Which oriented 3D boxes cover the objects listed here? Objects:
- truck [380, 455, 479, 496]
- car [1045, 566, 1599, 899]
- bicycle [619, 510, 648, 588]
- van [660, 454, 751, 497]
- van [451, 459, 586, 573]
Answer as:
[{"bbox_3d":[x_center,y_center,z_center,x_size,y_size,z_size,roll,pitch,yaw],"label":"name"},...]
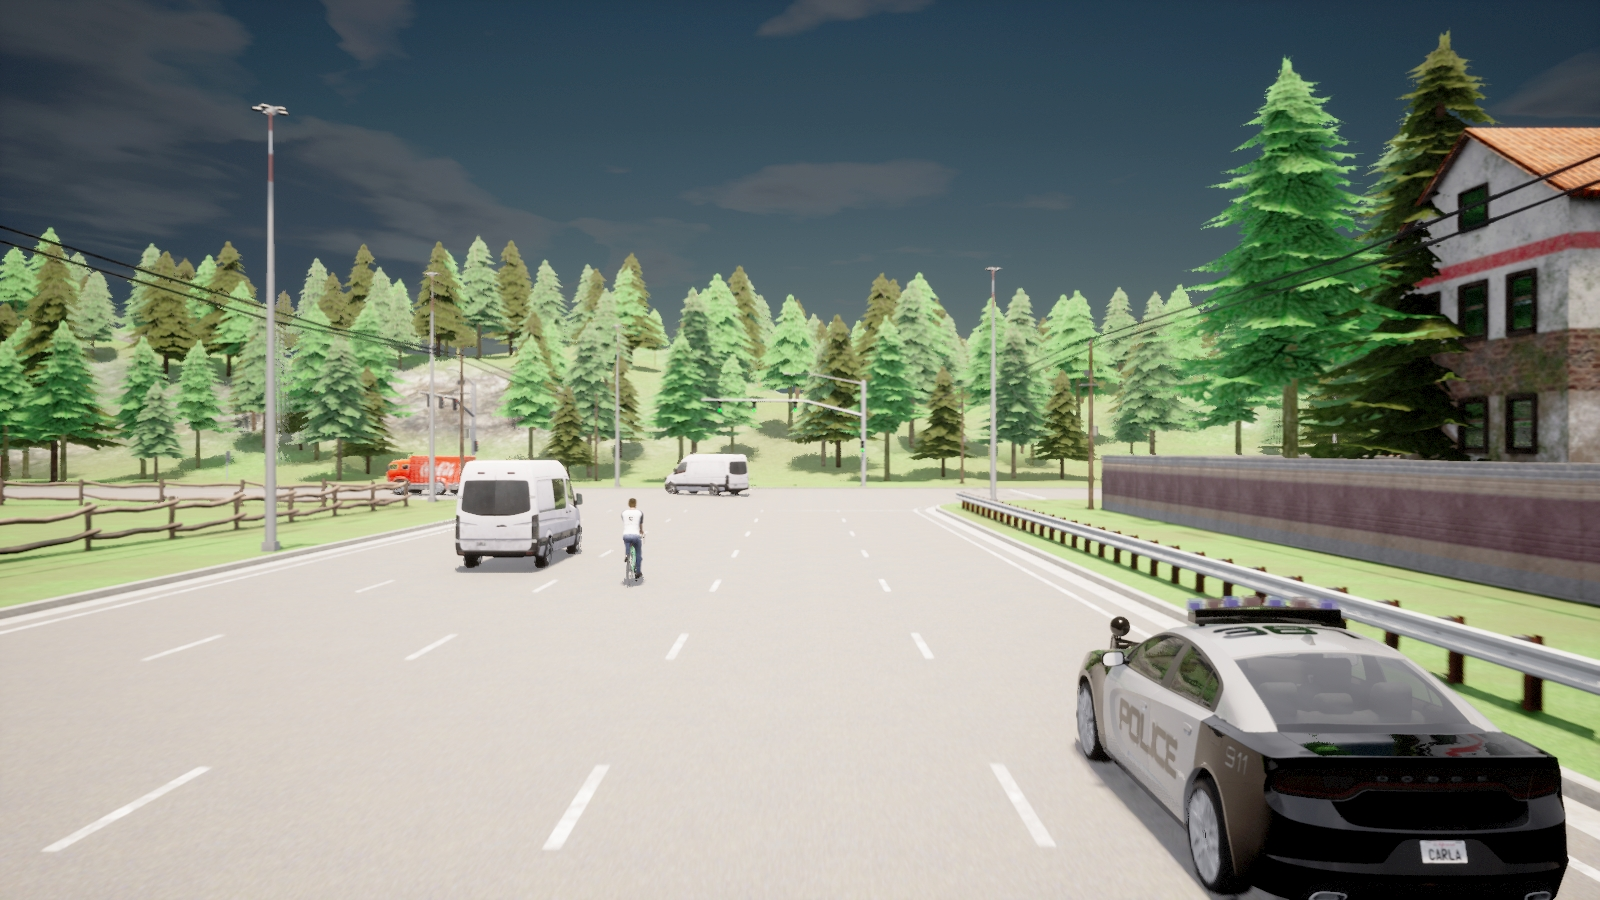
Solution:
[{"bbox_3d":[-22.953,1.569,70.806,5.204,2.467,2.627,0,0,10],"label":"truck"},{"bbox_3d":[3.501,1.982,8.799,2.097,1.638,5.238,0,0,0],"label":"car"},{"bbox_3d":[-3.498,2.056,24.019,0.373,1.496,1.643,0,0,0],"label":"bicycle"},{"bbox_3d":[-5.904,1.534,70.931,5.915,2.561,1.988,0,0,40],"label":"van"},{"bbox_3d":[-6.992,1.534,29.132,1.988,2.561,5.915,0,0,0],"label":"van"}]
